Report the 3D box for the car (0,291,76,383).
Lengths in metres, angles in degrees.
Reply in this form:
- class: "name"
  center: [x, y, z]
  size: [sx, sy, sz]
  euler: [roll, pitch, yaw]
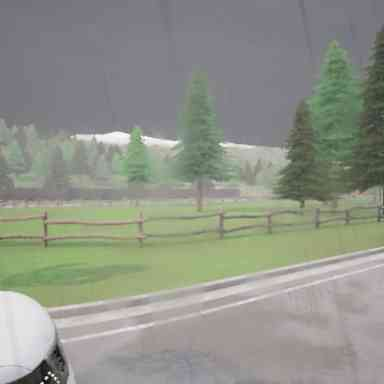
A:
- class: "car"
  center: [-3.373, 1.225, 1.341]
  size: [5.566, 2.045, 2.150]
  euler: [0, 0, -35]
